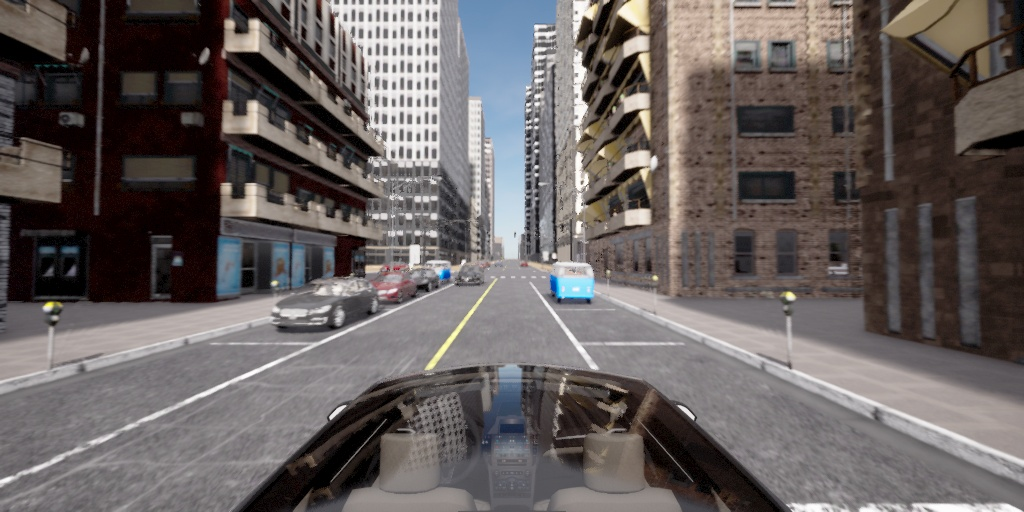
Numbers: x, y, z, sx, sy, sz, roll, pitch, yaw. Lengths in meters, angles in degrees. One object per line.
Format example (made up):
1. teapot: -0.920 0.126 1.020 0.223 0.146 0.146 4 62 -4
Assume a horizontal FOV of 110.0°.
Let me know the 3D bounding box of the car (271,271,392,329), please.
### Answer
1. car: -5.655 1.363 11.414 2.007 1.370 4.403 0 0 0

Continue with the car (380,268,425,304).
1. car: -5.653 1.430 16.955 1.802 1.307 4.207 0 0 0

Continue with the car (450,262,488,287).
1. car: -3.061 1.417 26.632 1.837 1.490 4.892 0 -1 0

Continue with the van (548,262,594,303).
1. van: 2.695 1.189 17.006 1.690 1.789 3.998 0 0 0

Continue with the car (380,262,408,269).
1. car: -16.483 1.562 50.666 4.097 1.591 1.967 0 0 0

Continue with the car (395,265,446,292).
1. car: -5.653 1.450 22.494 1.948 1.339 4.313 0 0 0

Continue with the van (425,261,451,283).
1. van: -5.822 1.260 28.035 1.690 1.789 3.998 0 0 0
